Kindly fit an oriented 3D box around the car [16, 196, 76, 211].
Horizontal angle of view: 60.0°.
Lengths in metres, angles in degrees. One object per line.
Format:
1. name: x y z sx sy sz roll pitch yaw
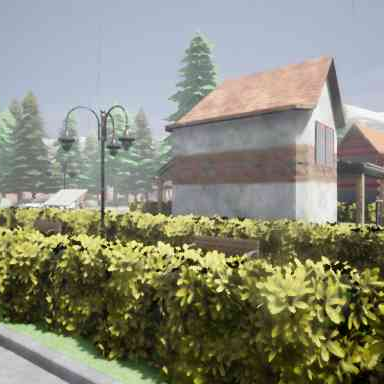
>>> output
1. car: -13.056 1.381 30.060 2.150 2.045 5.566 0 0 36
